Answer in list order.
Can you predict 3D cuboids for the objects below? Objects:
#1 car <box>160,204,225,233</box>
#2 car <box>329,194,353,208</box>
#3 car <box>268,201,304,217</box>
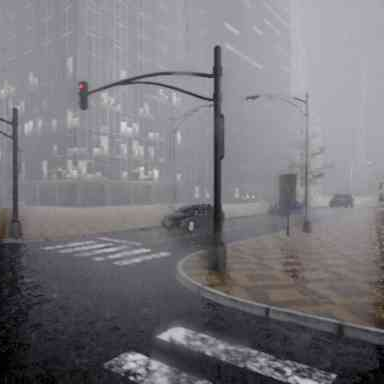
[{"bbox_3d":[0.161,1.509,20.142,1.837,1.490,4.892,0,0,38],"label":"car"},{"bbox_3d":[21.190,1.255,47.069,2.150,2.045,5.566,0,0,38],"label":"car"},{"bbox_3d":[8.927,1.470,31.434,1.882,1.535,5.008,0,1,38],"label":"car"}]
